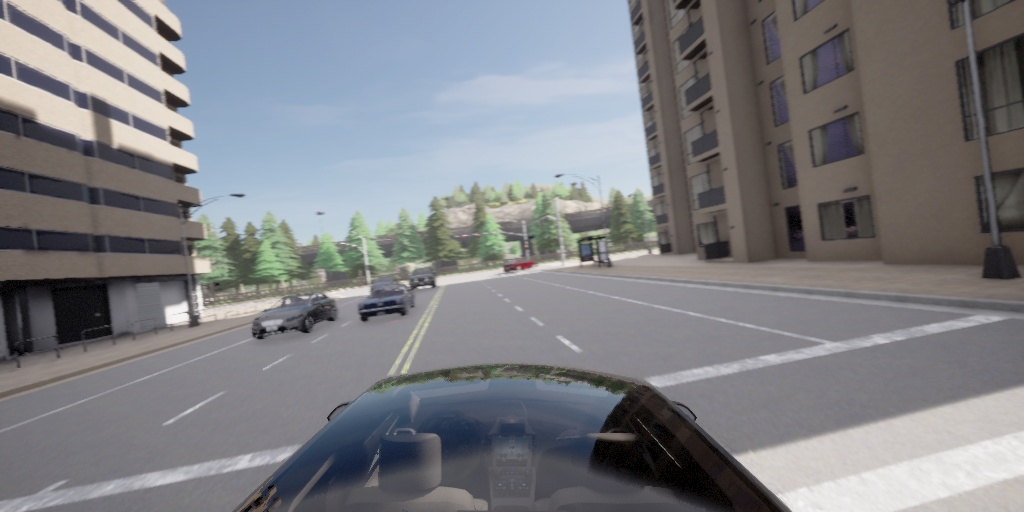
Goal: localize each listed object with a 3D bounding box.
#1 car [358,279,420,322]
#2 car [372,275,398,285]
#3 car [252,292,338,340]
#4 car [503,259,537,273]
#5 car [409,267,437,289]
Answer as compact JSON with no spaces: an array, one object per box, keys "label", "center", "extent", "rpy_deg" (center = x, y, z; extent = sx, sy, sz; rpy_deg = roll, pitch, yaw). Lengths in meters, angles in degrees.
[{"label":"car","center":[-5.689,2.075,16.733],"extent":[1.895,1.301,4.718],"rpy_deg":[-7,0,-9]},{"label":"car","center":[-11.770,2.648,33.429],"extent":[2.097,1.767,4.553],"rpy_deg":[-7,0,-9]},{"label":"car","center":[-8.980,2.376,15.215],"extent":[2.128,1.511,4.902],"rpy_deg":[-7,0,-9]},{"label":"car","center":[1.039,1.114,44.149],"extent":[1.882,1.535,5.008],"rpy_deg":[-9,-1,41]},{"label":"car","center":[-8.346,2.100,33.920],"extent":[2.150,2.045,5.566],"rpy_deg":[-7,0,-9]}]
